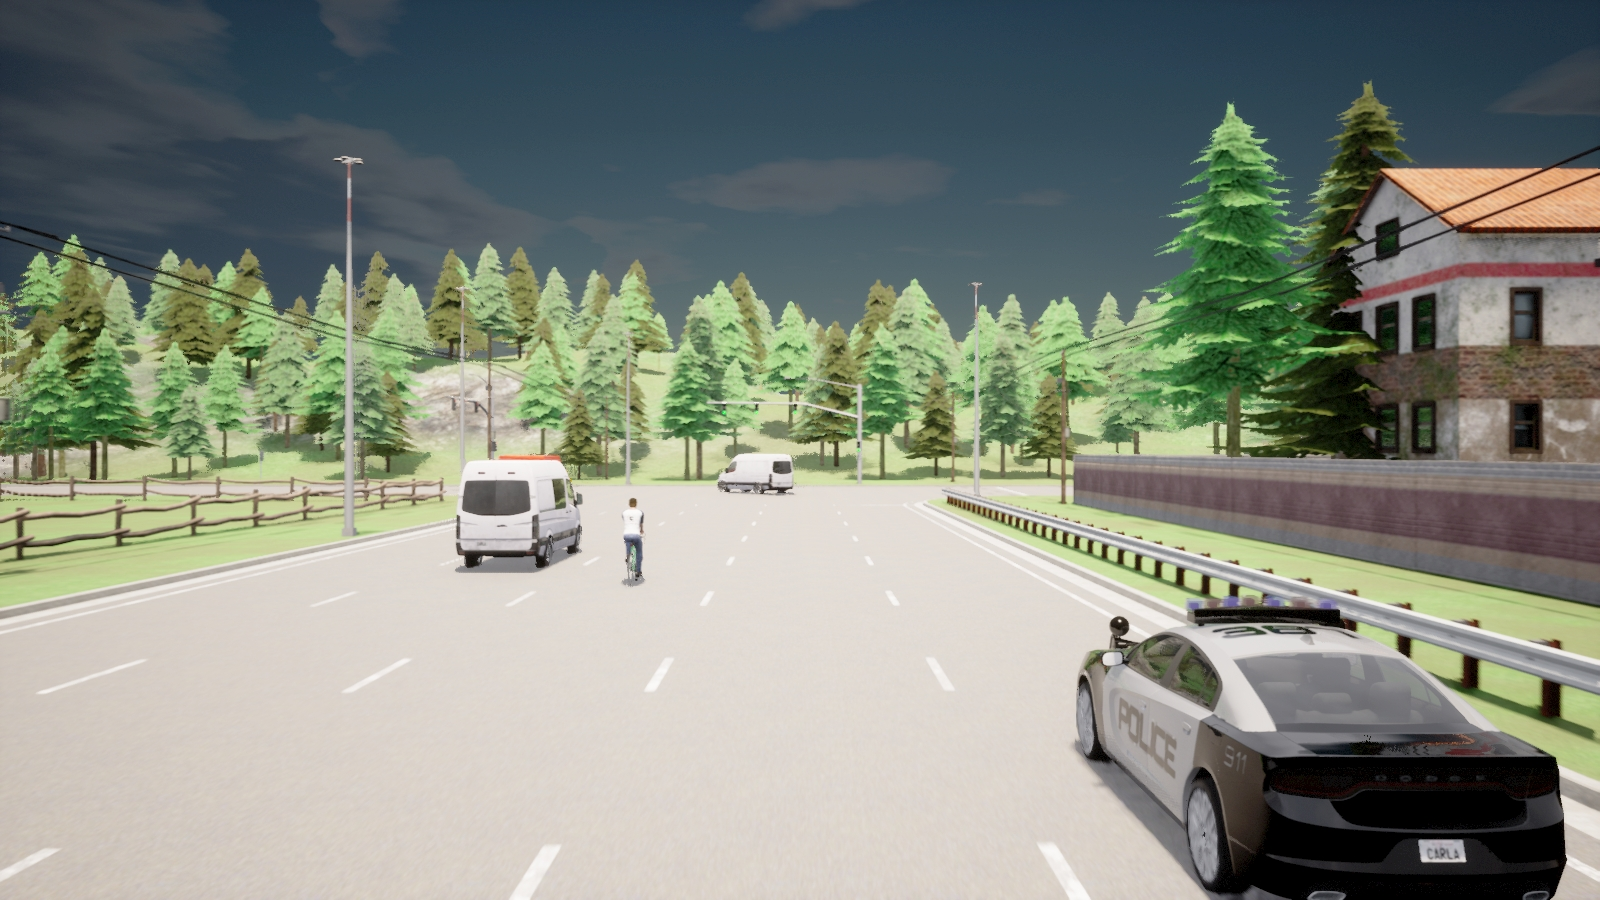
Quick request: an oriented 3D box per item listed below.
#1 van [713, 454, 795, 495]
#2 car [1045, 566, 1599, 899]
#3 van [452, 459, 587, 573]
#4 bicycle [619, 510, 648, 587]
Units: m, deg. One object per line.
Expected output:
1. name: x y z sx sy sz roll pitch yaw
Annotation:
1. van: -2.999 1.532 73.623 1.988 2.561 5.915 1 -1 -41
2. car: 3.499 1.982 8.811 2.097 1.638 5.238 0 0 0
3. van: -6.998 1.534 29.183 1.988 2.561 5.915 0 0 0
4. bicycle: -3.503 2.055 24.117 0.373 1.496 1.643 0 0 0
